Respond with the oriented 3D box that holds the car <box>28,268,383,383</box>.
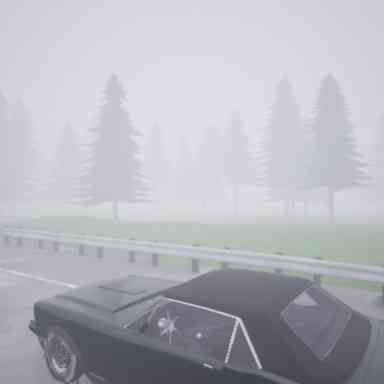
[{"bbox_3d":[0.219,1.593,3.743,4.718,1.301,1.895,0,0,35],"label":"car"}]
